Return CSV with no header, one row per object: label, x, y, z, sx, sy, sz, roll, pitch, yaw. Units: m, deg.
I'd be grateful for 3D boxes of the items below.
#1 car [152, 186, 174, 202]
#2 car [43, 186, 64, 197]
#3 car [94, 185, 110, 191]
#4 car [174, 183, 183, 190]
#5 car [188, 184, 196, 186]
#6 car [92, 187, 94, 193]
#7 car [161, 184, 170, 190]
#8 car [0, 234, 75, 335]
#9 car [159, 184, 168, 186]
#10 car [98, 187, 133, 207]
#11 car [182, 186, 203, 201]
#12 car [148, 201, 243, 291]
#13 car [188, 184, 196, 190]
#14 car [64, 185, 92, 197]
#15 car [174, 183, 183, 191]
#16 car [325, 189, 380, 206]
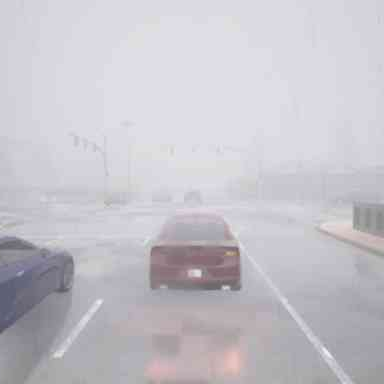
car,-3.395,0.397,37.683,1.994,1.385,4.181,0,2,0
car,-21.065,-0.117,51.193,1.882,1.535,5.008,0,2,0
car,-17.488,-0.617,66.948,1.882,1.535,5.008,0,2,0
car,-3.485,-1.505,87.544,2.097,1.767,4.553,0,2,0
car,0.014,-0.848,77.615,1.895,1.301,4.718,0,2,0
car,-20.988,-0.488,66.584,1.895,1.301,4.718,0,2,0
car,-6.985,-1.337,87.580,1.812,1.442,4.674,0,2,0
car,-3.435,1.380,5.269,1.812,1.442,4.674,0,2,0
car,-6.986,-1.106,78.382,2.097,1.767,4.553,0,2,0
car,-6.896,0.576,31.545,2.033,1.411,5.357,0,2,0
car,0.106,0.361,36.976,1.837,1.490,4.892,0,2,0
car,0.114,1.237,8.452,1.882,1.535,5.008,0,2,1
car,0.015,-1.383,87.577,1.882,1.535,5.008,0,2,0
car,-17.564,-0.253,51.500,2.097,1.767,4.553,0,2,0
car,-3.486,-0.892,77.168,2.033,1.411,5.357,0,2,0
car,15.513,0.511,32.235,4.892,1.490,1.837,0,2,2
